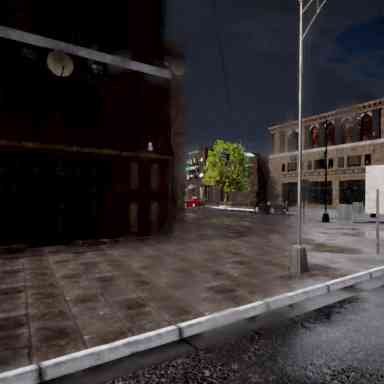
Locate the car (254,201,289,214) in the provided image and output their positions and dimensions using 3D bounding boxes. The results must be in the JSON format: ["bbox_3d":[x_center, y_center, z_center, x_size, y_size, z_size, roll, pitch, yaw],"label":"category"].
[{"bbox_3d":[8.500,1.624,35.983,2.008,1.369,4.403,1,-1,-27],"label":"car"}]

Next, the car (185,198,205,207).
[{"bbox_3d":[0.422,1.621,51.459,1.887,1.381,4.507,1,-1,-27],"label":"car"}]
